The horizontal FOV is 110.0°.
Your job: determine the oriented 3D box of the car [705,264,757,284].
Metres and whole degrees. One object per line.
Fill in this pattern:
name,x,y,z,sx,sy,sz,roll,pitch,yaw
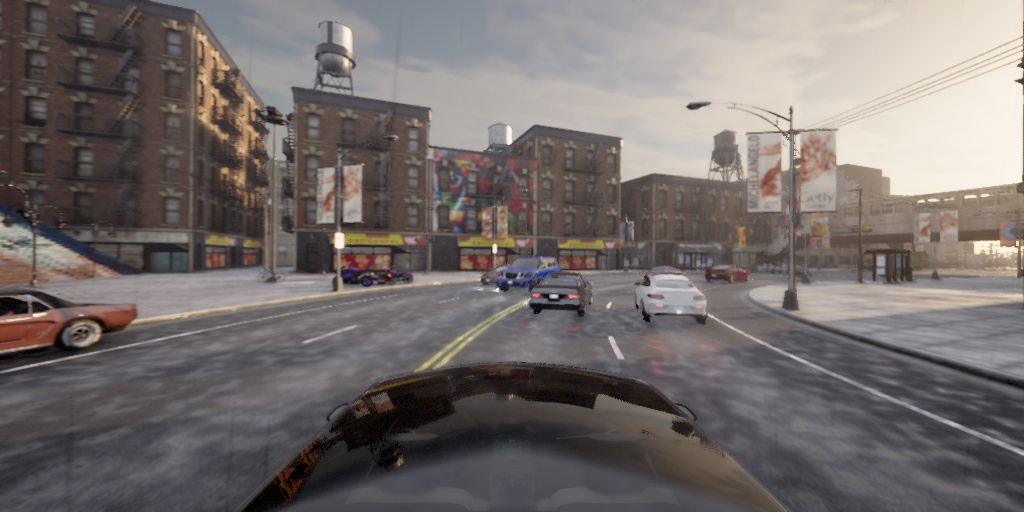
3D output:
car,18.301,1.454,30.276,5.008,1.535,1.882,1,-1,-35

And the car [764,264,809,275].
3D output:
car,34.952,1.695,45.224,5.357,1.411,2.033,0,0,-20

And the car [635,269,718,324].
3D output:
car,5.361,1.349,12.439,1.812,1.442,4.674,0,0,15

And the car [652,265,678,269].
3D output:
car,13.185,1.503,30.718,4.181,1.385,1.994,1,0,-41

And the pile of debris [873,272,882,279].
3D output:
pile of debris,44.681,2.396,45.105,1.860,0.140,1.500,0,0,-21

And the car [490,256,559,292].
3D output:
car,1.153,1.042,21.424,2.150,2.045,5.566,0,0,27

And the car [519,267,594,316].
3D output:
car,2.061,1.351,13.868,2.033,1.411,5.357,0,0,17

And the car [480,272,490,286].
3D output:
car,-0.360,1.348,25.723,1.812,1.442,4.674,0,0,32

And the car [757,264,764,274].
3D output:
car,34.261,1.717,48.697,4.181,1.385,1.994,0,0,-20
